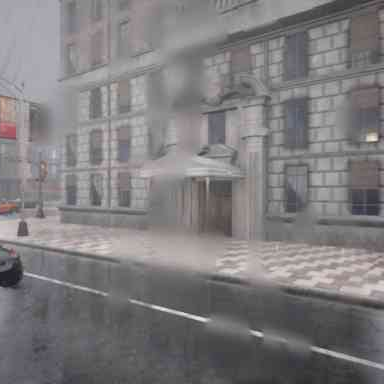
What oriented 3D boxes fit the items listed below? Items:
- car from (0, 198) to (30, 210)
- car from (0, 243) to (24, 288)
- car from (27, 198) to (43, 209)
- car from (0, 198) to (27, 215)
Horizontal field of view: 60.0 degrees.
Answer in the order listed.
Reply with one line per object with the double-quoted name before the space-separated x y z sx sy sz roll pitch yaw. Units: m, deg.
"car" -25.061 1.560 45.444 2.128 1.511 4.902 0 0 35
"car" -5.990 1.578 8.117 4.181 1.385 1.994 0 0 35
"car" -22.087 1.541 43.594 1.882 1.535 5.008 0 0 35
"car" -19.495 1.404 33.044 2.097 1.767 4.553 0 0 35
